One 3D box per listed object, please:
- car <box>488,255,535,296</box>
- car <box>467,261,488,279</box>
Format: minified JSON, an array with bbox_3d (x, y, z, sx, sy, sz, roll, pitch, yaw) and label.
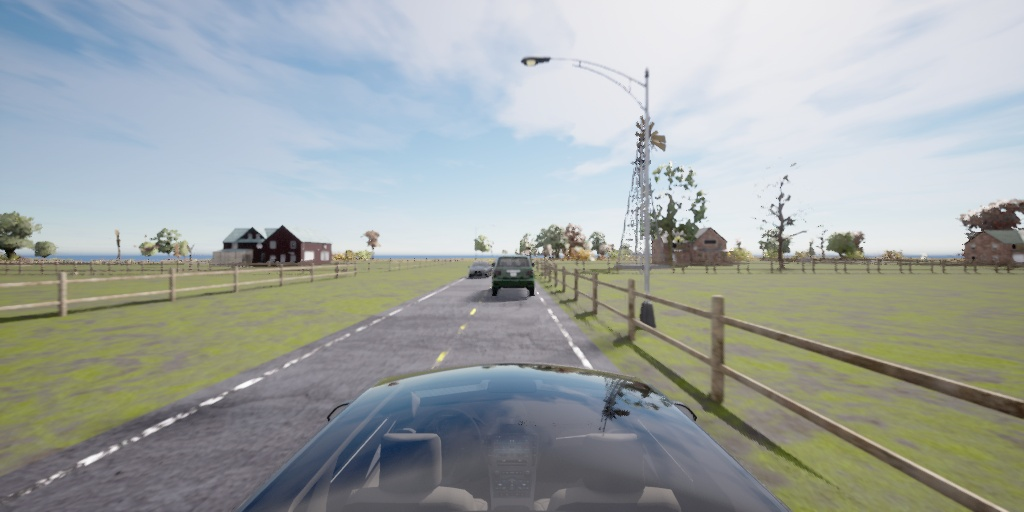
[{"bbox_3d":[0.077,0.961,19.553,2.150,2.045,5.566,0,0,0],"label":"car"},{"bbox_3d":[-2.854,1.237,32.539,1.837,1.490,4.892,0,0,0],"label":"car"}]
